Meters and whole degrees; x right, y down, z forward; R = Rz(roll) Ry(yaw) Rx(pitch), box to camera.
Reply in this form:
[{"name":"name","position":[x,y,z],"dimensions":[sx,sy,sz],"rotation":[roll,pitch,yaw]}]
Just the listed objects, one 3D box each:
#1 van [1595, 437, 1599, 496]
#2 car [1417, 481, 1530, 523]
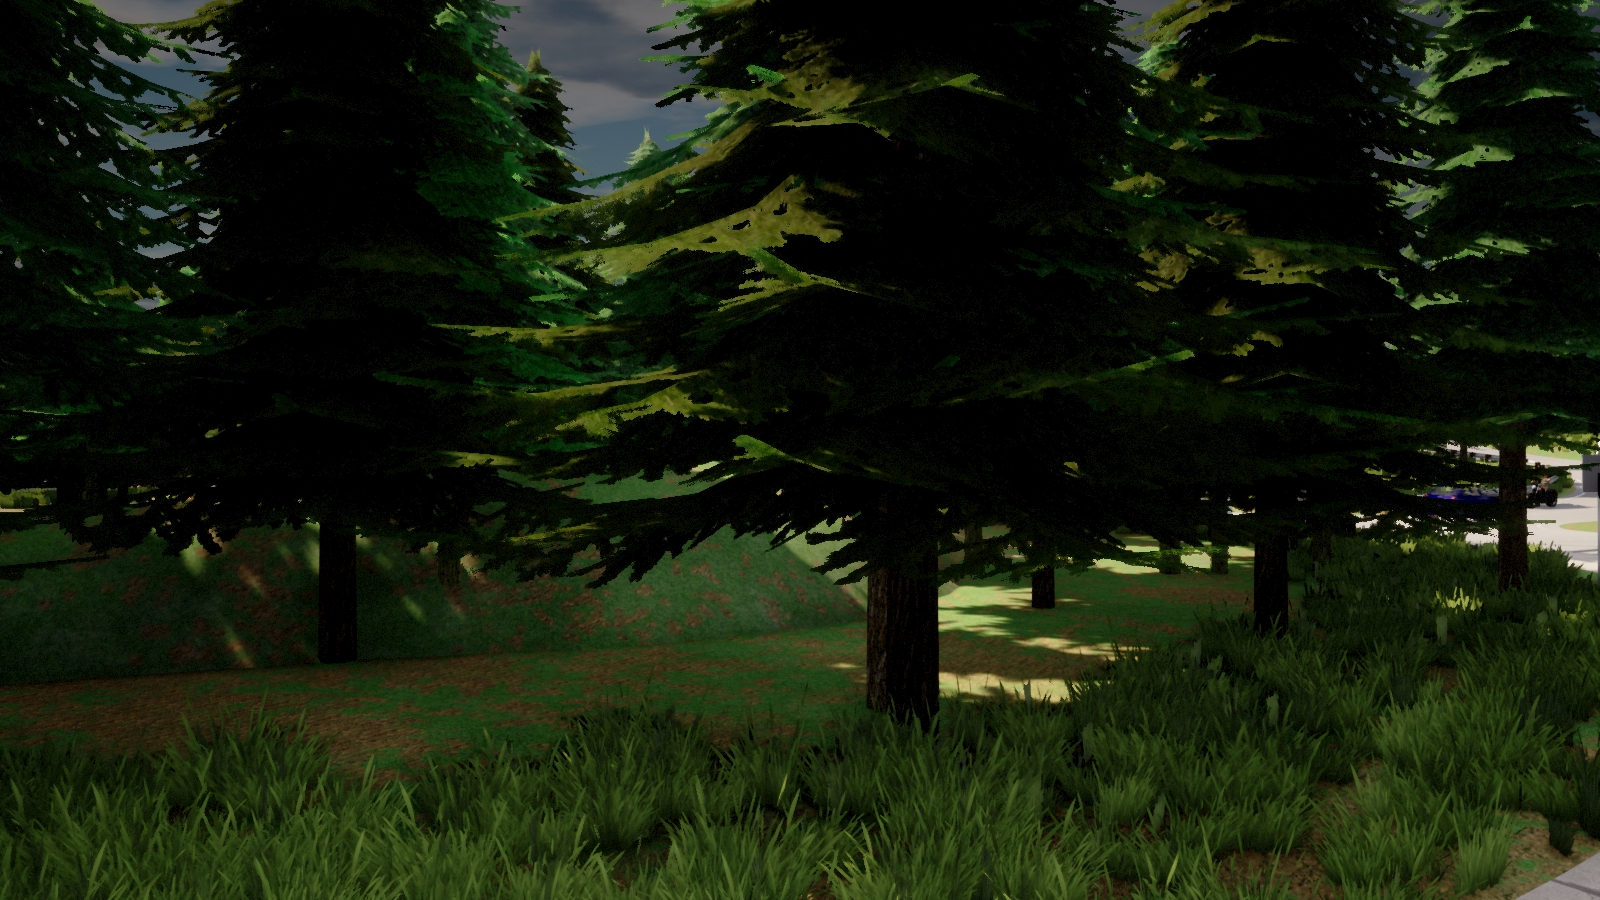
[{"name":"van","position":[41.436,0.788,57.638],"dimensions":[1.988,2.561,5.915],"rotation":[0,4,33]},{"name":"car","position":[26.468,2.019,44.948],"dimensions":[3.633,1.501,1.845],"rotation":[0,1,-17]}]
